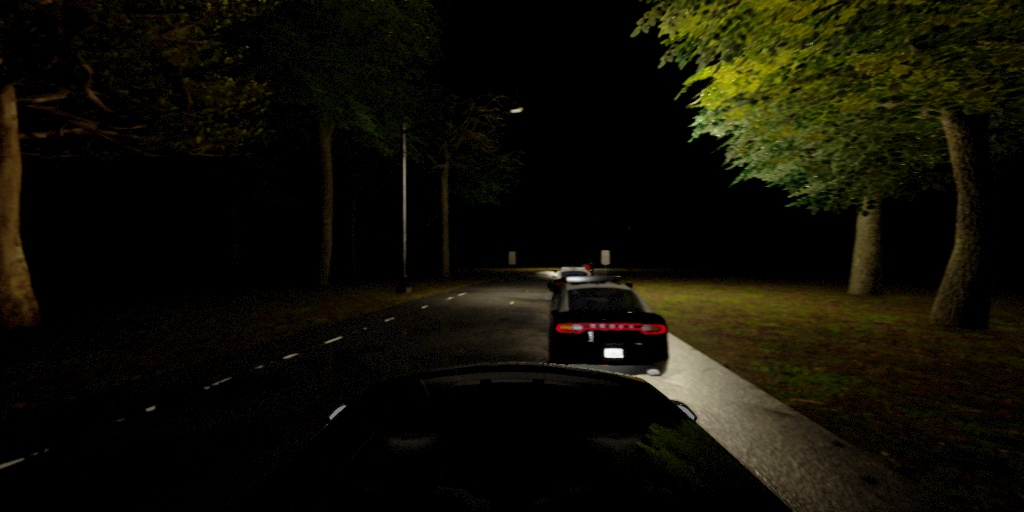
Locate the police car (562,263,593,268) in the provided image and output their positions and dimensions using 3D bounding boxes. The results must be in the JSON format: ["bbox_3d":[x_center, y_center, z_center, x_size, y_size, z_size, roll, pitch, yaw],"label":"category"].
[{"bbox_3d":[2.994,1.309,17.508,1.930,1.638,5.238,-1,-1,9],"label":"police car"}]

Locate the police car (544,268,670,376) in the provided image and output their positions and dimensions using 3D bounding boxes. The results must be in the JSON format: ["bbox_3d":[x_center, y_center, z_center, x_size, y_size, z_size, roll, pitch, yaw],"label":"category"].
[{"bbox_3d":[1.729,1.215,7.714,1.930,1.638,5.238,-1,-1,6],"label":"police car"}]
